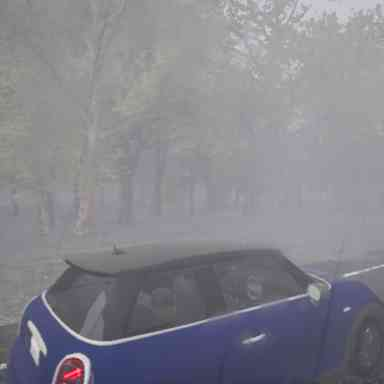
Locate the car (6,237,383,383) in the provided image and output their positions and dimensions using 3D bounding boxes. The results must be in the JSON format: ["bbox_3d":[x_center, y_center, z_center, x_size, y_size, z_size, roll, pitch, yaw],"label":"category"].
[{"bbox_3d":[0.407,1.355,4.038,4.553,1.767,2.097,0,0,-35],"label":"car"}]
